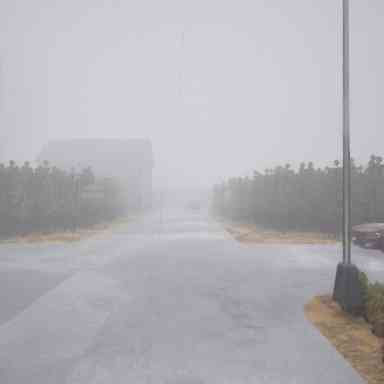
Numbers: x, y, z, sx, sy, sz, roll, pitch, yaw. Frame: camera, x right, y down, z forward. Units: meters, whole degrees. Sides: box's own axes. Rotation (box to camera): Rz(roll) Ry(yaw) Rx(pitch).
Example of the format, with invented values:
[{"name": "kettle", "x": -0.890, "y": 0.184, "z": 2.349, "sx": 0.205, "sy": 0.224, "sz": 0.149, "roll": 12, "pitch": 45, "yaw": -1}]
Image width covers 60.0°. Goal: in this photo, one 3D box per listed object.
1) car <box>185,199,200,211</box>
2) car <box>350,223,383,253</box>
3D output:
[{"name": "car", "x": 0.072, "y": 1.899, "z": 49.524, "sx": 2.097, "sy": 1.767, "sz": 4.553, "roll": 0, "pitch": -1, "yaw": 0}, {"name": "car", "x": 8.484, "y": 1.470, "z": 12.260, "sx": 5.008, "sy": 1.535, "sz": 1.882, "roll": 1, "pitch": -1, "yaw": 0}]
